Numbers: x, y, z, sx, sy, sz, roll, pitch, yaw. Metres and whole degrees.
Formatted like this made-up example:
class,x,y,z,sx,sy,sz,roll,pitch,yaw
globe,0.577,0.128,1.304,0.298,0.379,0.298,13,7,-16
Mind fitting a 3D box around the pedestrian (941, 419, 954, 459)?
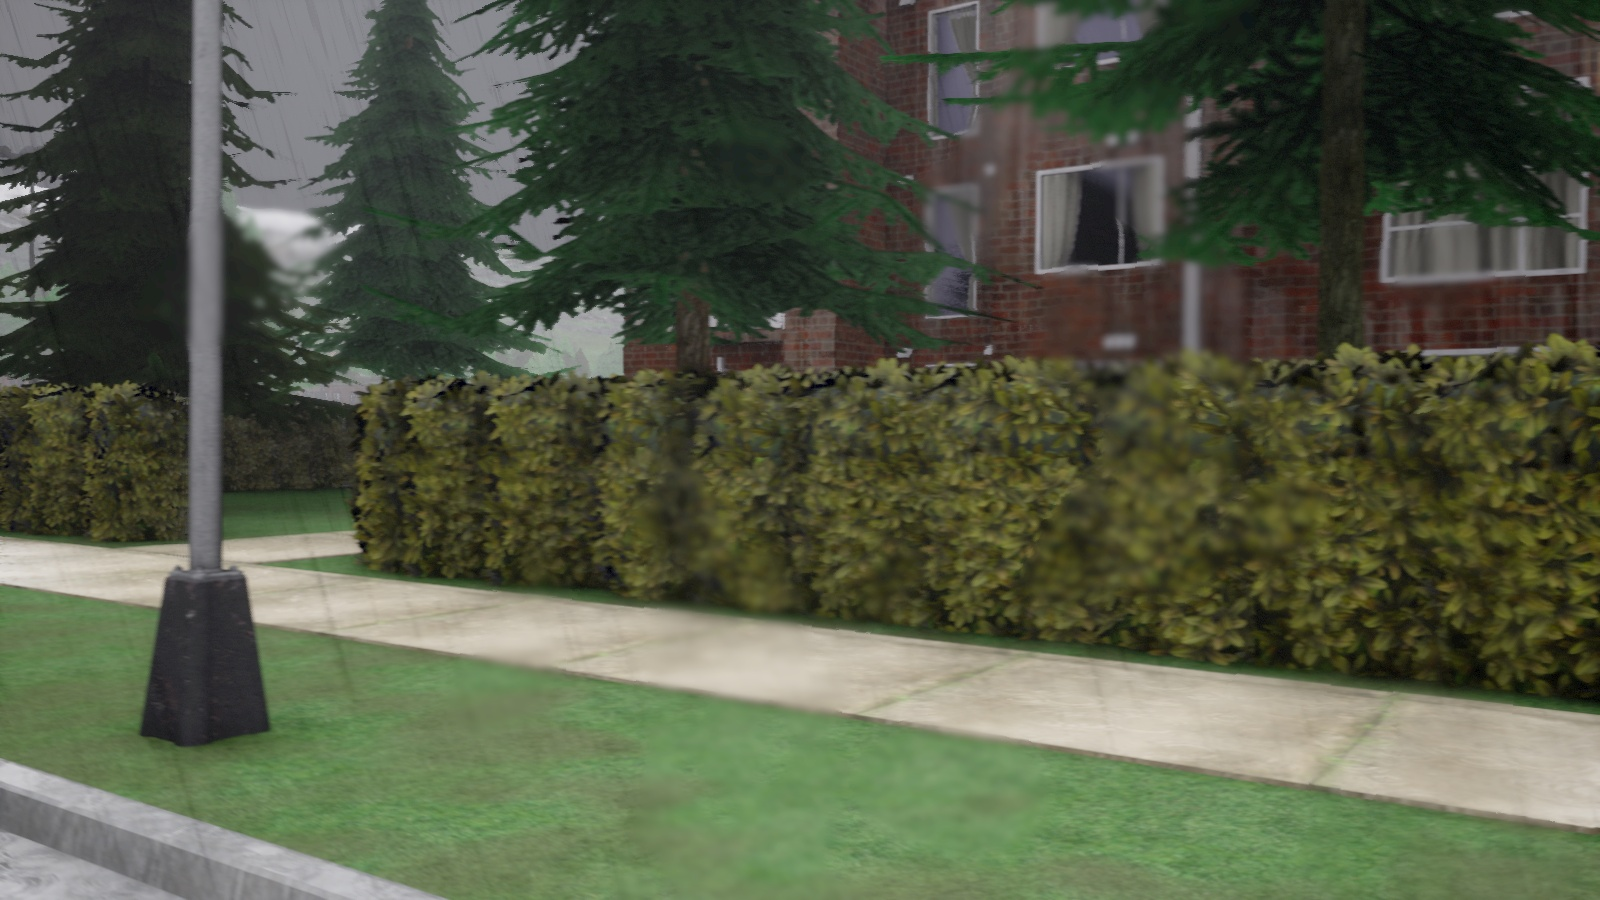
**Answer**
class,x,y,z,sx,sy,sz,roll,pitch,yaw
pedestrian,6.883,-0.502,58.551,0.345,1.836,0.594,0,1,35
